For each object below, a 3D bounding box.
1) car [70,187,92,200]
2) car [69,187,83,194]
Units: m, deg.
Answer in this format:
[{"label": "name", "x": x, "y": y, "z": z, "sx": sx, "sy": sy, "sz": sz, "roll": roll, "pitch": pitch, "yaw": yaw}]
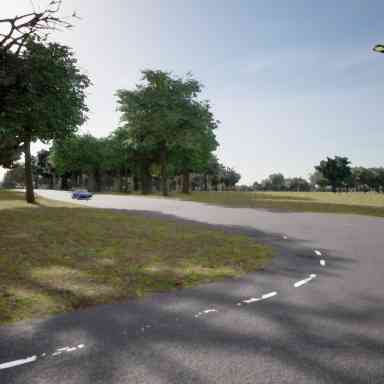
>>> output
[{"label": "car", "x": -16.383, "y": 0.367, "z": 49.508, "sx": 1.882, "sy": 1.535, "sz": 5.008, "roll": -1, "pitch": 2, "yaw": -35}, {"label": "car", "x": -26.506, "y": -0.405, "z": 75.917, "sx": 1.837, "sy": 1.490, "sz": 4.892, "roll": -1, "pitch": 2, "yaw": -35}]
